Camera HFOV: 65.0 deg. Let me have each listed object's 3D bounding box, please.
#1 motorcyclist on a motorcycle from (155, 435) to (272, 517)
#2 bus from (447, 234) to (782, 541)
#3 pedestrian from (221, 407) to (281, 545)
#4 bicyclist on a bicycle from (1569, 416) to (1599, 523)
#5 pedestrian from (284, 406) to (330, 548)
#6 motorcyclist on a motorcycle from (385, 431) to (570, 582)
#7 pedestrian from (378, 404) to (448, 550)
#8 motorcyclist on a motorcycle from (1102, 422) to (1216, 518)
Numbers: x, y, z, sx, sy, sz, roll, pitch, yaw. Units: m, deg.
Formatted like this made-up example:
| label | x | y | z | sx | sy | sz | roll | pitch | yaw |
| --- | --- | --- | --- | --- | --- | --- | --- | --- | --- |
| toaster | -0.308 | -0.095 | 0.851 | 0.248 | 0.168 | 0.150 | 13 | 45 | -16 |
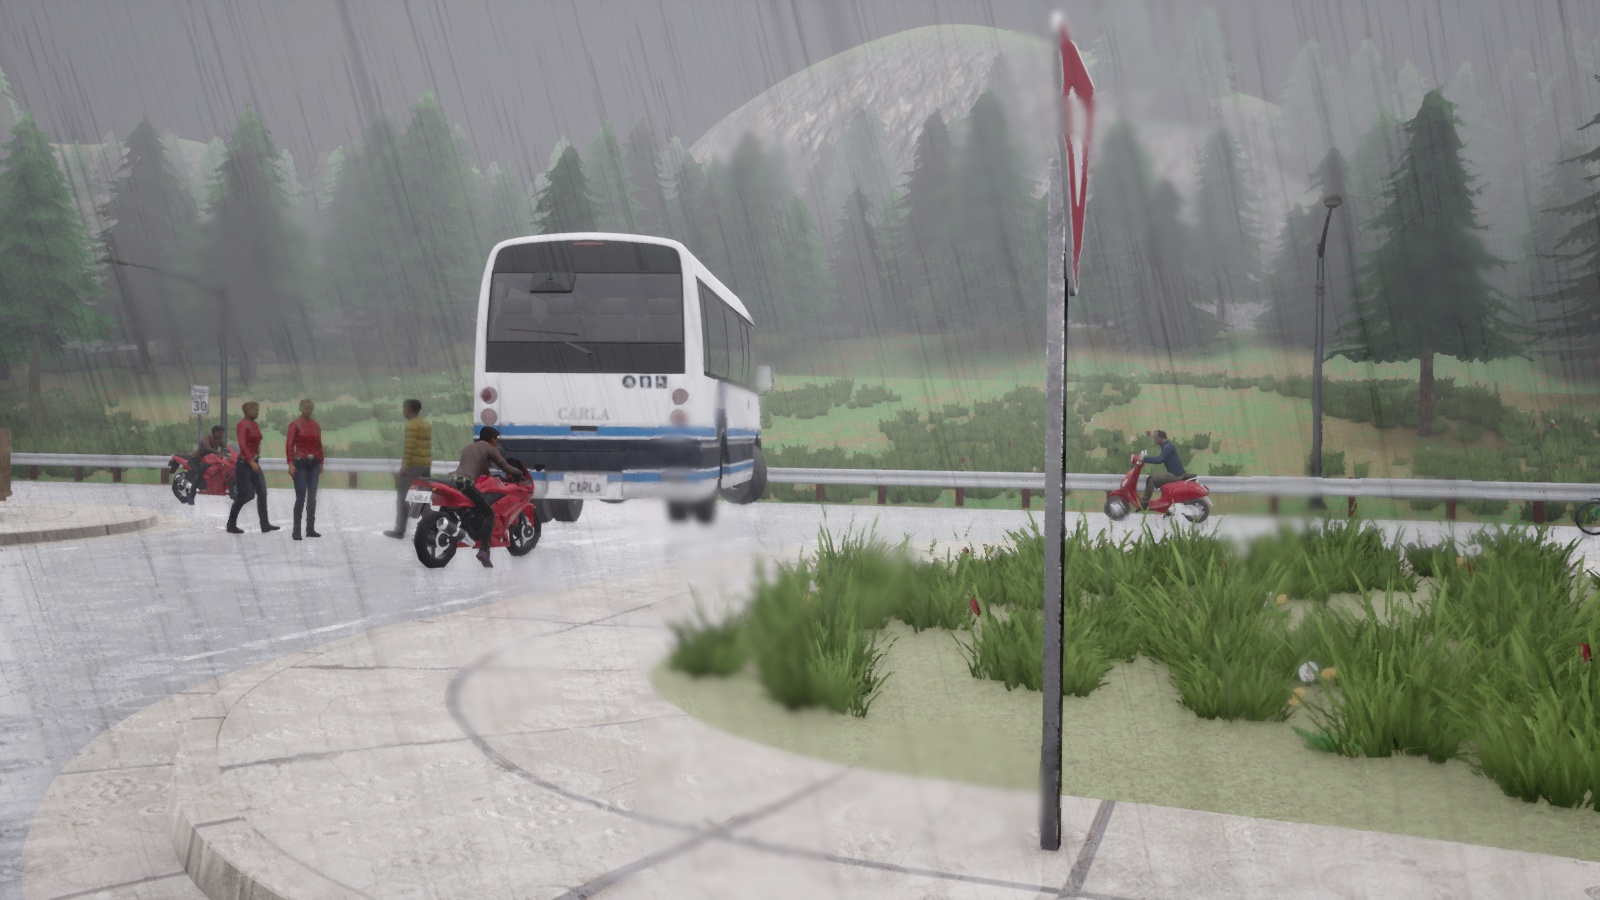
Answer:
| label | x | y | z | sx | sy | sz | roll | pitch | yaw |
| --- | --- | --- | --- | --- | --- | --- | --- | --- | --- |
| motorcyclist on a motorcycle | -11.264 | 0.486 | 24.119 | 2.044 | 1.523 | 0.797 | 0 | 1 | 20 |
| bus | -2.676 | -0.927 | 22.665 | 3.944 | 4.253 | 10.273 | 0 | 1 | 3 |
| pedestrian | -7.476 | 0.351 | 17.107 | 0.636 | 1.846 | 0.331 | 0 | 1 | 7 |
| bicyclist on a bicycle | 12.717 | 0.291 | 19.193 | 1.509 | 1.612 | 0.866 | 0 | 1 | 20 |
| pedestrian | -6.525 | 0.349 | 16.615 | 0.331 | 1.846 | 0.636 | -1 | 1 | -43 |
| motorcyclist on a motorcycle | -3.490 | 0.557 | 13.804 | 0.797 | 1.523 | 2.044 | 0 | 1 | 27 |
| pedestrian | -4.969 | 0.341 | 16.138 | 0.709 | 1.840 | 0.431 | 0 | 1 | 15 |
| motorcyclist on a motorcycle | 6.171 | 0.335 | 21.554 | 1.817 | 1.590 | 0.866 | 0 | 1 | 20 |
